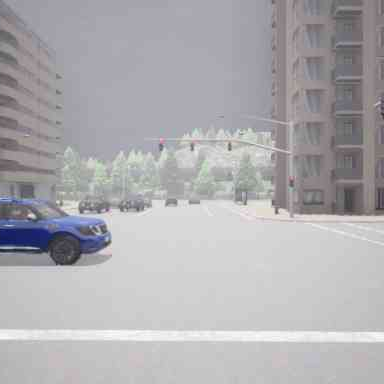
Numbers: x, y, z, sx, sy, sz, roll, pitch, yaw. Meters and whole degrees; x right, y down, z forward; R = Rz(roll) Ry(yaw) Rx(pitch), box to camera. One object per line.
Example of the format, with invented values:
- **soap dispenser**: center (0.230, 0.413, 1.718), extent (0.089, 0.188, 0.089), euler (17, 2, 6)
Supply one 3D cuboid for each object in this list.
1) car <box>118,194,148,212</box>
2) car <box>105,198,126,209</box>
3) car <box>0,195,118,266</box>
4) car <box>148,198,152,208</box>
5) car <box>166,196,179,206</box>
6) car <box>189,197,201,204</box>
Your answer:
- **car**: center (-7.009, 1.221, 39.418), extent (2.150, 2.045, 5.566), euler (0, 0, 0)
- **car**: center (-10.489, 1.526, 45.817), extent (1.812, 1.442, 4.674), euler (0, 0, 0)
- **car**: center (-5.610, 1.222, 11.124), extent (5.566, 2.045, 2.150), euler (0, 0, 1)
- **car**: center (-6.974, 1.526, 48.947), extent (1.812, 1.442, 4.674), euler (0, 0, 0)
- **car**: center (-3.286, 1.500, 54.679), extent (1.837, 1.490, 4.892), euler (0, -1, 0)
- **car**: center (0.476, 1.564, 61.497), extent (1.994, 1.385, 4.181), euler (0, 0, 5)
